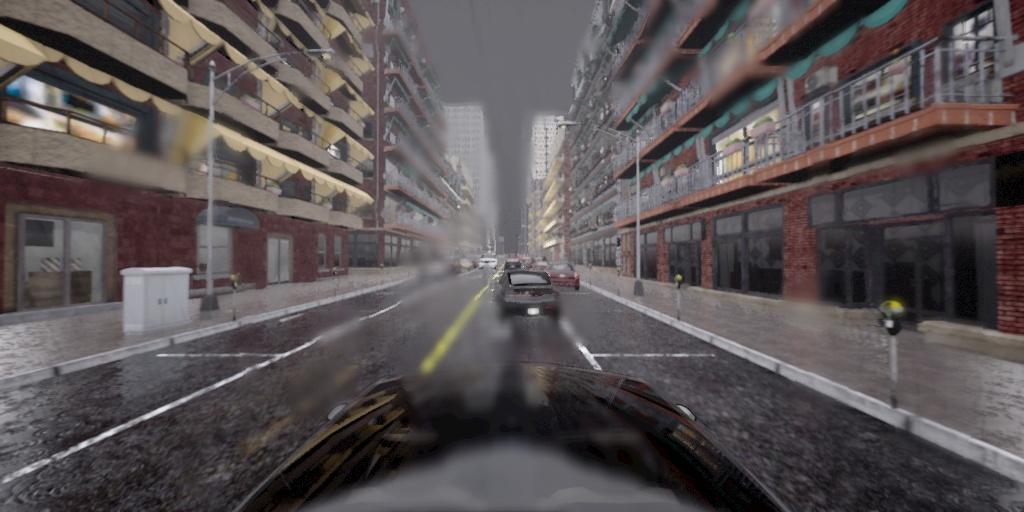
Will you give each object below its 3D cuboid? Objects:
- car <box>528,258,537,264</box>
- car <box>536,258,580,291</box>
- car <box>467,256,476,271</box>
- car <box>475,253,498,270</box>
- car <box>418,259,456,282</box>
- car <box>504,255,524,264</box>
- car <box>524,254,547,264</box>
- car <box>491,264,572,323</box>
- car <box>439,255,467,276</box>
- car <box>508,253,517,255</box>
[{"bbox_3d":[2.695,1.096,32.015,1.888,1.381,4.507,0,0,0],"label":"car"},{"bbox_3d":[2.694,1.065,20.933,1.967,1.591,4.097,0,0,0],"label":"car"},{"bbox_3d":[-5.686,1.002,42.873,1.751,1.417,4.829,0,0,0],"label":"car"},{"bbox_3d":[-3.025,0.679,46.078,2.150,2.045,5.566,0,0,0],"label":"car"},{"bbox_3d":[-5.688,1.139,26.422,2.007,1.370,4.403,0,0,0],"label":"car"},{"bbox_3d":[0.104,0.966,41.278,1.882,1.535,5.008,0,0,0],"label":"car"},{"bbox_3d":[2.695,0.828,37.554,2.192,1.841,5.009,0,0,0],"label":"car"},{"bbox_3d":[0.385,1.189,11.853,1.837,1.490,4.892,0,0,-5],"label":"car"},{"bbox_3d":[-5.687,0.866,31.962,2.192,1.841,5.009,0,0,0],"label":"car"},{"bbox_3d":[0.106,0.558,63.428,2.150,2.045,5.566,0,0,0],"label":"car"}]
